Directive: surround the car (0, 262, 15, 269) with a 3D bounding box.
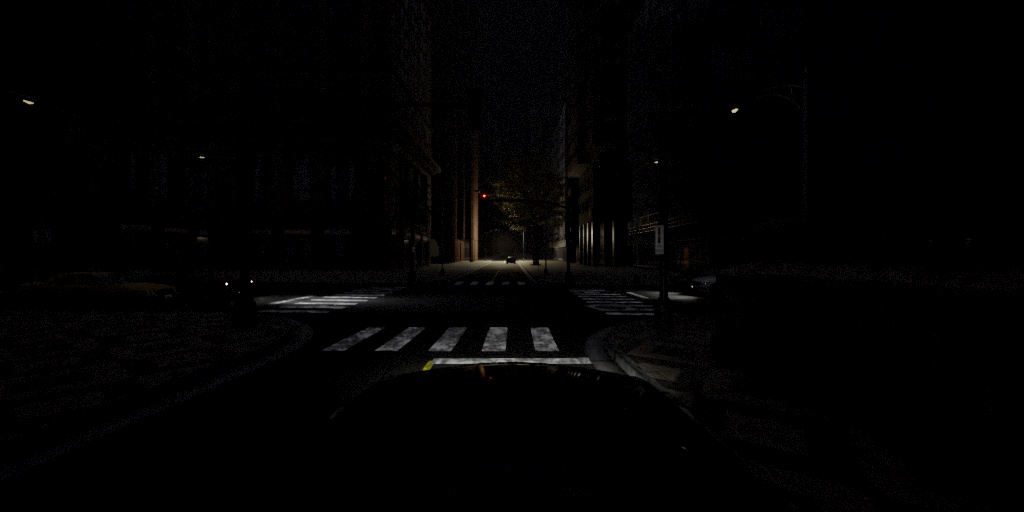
[{"bbox_3d":[-31.988,0.974,21.685,4.507,1.381,1.888,0,0,0],"label":"car"}]

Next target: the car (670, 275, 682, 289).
[{"bbox_3d":[11.864,1.381,21.569,4.403,1.370,2.007,0,0,0],"label":"car"}]

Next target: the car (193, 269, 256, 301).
[{"bbox_3d":[-14.112,1.231,15.773,4.718,1.301,1.895,1,0,0],"label":"car"}]

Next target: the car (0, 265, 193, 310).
[{"bbox_3d":[-14.972,1.146,13.115,4.829,1.417,1.751,0,0,0],"label":"car"}]

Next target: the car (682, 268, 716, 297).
[{"bbox_3d":[11.880,1.357,18.923,4.674,1.442,1.812,0,0,2],"label":"car"}]

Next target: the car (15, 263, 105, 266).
[{"bbox_3d":[-26.370,1.065,21.671,4.313,1.339,1.948,0,0,0],"label":"car"}]
